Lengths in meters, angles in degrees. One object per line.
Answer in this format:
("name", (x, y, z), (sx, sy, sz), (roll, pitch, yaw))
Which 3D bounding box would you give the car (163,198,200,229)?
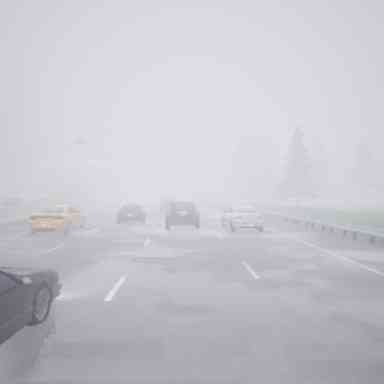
("car", (-0.708, 1.353, 21.833), (2.097, 1.767, 4.553), (0, 0, -4))

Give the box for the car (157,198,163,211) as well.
("car", (-3.106, 1.507, 40.583), (1.837, 1.490, 4.892), (0, 0, -10))

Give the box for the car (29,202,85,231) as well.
("car", (-7.498, 1.479, 18.957), (1.882, 1.535, 5.008), (0, 0, -4))

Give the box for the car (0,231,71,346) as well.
("car", (-3.416, 1.548, 3.993), (2.033, 1.411, 5.357), (0, 0, 0))

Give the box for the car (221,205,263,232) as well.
("car", (2.949, 1.526, 19.982), (1.812, 1.442, 4.674), (0, 0, -4))

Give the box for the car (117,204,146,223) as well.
("car", (-4.541, 1.565, 25.288), (1.994, 1.385, 4.181), (0, 0, -6))

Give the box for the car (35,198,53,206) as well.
("car", (-24.114, 1.606, 54.385), (1.895, 1.301, 4.718), (0, 0, -14))

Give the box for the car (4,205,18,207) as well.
("car", (-26.533, 1.483, 49.495), (1.882, 1.535, 5.008), (0, 0, -13))
